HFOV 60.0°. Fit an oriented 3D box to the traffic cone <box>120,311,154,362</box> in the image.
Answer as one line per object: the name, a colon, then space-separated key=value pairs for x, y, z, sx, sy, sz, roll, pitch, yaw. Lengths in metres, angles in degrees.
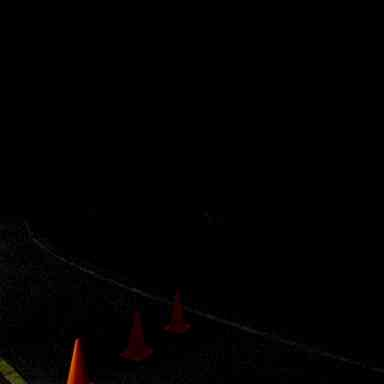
traffic cone: x=-0.758 y=1.938 z=4.585 sx=0.340 sy=0.580 sz=0.340 roll=1 pitch=1 yaw=31

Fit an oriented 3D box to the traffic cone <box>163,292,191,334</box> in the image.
traffic cone: x=-0.238 y=1.931 z=5.435 sx=0.340 sy=0.580 sz=0.340 roll=1 pitch=1 yaw=31

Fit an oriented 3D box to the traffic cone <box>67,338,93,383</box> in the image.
traffic cone: x=-1.277 y=1.945 z=3.735 sx=0.340 sy=0.580 sz=0.340 roll=1 pitch=1 yaw=31

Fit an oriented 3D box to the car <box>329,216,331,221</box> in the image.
car: x=35.622 y=6.631 z=82.730 sx=1.851 sy=1.617 sz=3.988 roll=-4 pitch=-3 yaw=4
